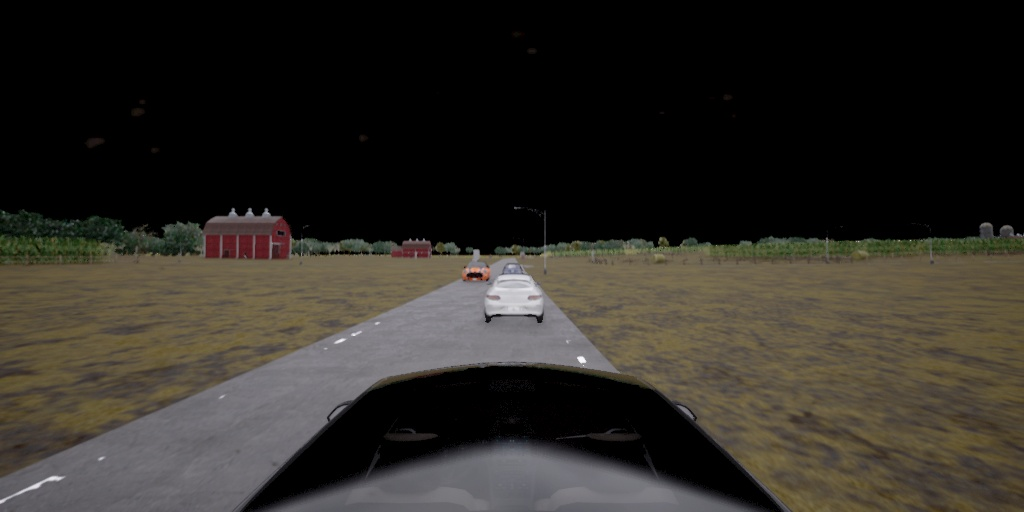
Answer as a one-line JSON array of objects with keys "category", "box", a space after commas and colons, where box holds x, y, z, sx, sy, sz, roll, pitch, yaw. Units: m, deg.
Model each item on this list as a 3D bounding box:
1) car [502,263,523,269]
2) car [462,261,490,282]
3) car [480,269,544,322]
[{"category": "car", "box": [0.062, 1.399, 33.331, 2.033, 1.411, 5.357, 0, 0, 0]}, {"category": "car", "box": [-2.877, 1.199, 29.876, 2.097, 1.767, 4.553, 0, 0, 0]}, {"category": "car", "box": [0.070, 1.346, 12.485, 1.812, 1.442, 4.674, 0, 0, 0]}]
